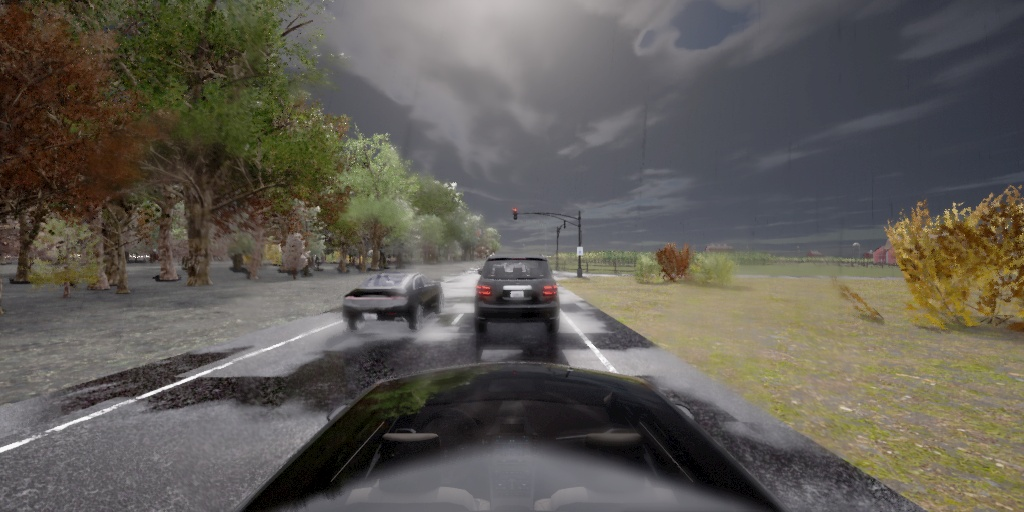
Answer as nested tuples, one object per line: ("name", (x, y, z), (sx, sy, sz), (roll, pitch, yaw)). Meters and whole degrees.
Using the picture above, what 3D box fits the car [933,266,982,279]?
("car", (48.592, 1.782, 39.188), (4.892, 1.490, 1.837), (1, -1, 0))

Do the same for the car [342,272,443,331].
("car", (-3.381, 1.243, 11.022), (2.128, 1.511, 4.902), (0, 0, 0))

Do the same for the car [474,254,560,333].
("car", (0.119, 0.974, 10.910), (2.150, 2.045, 5.566), (0, 0, 0))
